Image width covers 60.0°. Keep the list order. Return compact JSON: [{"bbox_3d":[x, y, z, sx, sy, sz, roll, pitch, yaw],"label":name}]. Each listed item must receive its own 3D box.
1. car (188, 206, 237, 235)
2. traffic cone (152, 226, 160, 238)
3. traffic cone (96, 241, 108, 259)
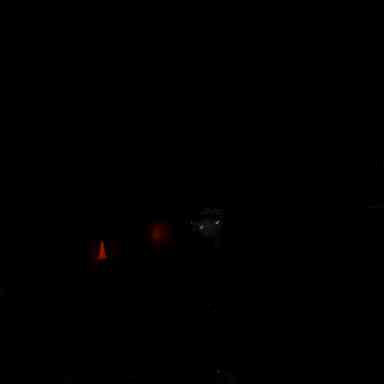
[{"bbox_3d":[1.312,1.529,19.060,1.812,1.442,4.674,0,0,20],"label":"car"},{"bbox_3d":[-1.763,1.969,16.492,0.340,0.580,0.340,0,0,17],"label":"traffic cone"},{"bbox_3d":[-3.096,1.973,11.453,0.340,0.580,0.340,0,0,12],"label":"traffic cone"}]
